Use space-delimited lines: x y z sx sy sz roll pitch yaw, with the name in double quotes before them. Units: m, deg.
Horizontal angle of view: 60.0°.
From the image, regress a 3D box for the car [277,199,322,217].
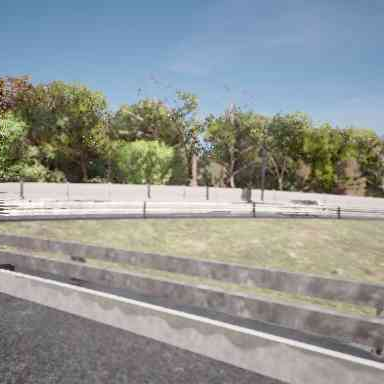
"car" 12.885 1.805 39.684 5.566 2.045 2.150 3 -1 -22
